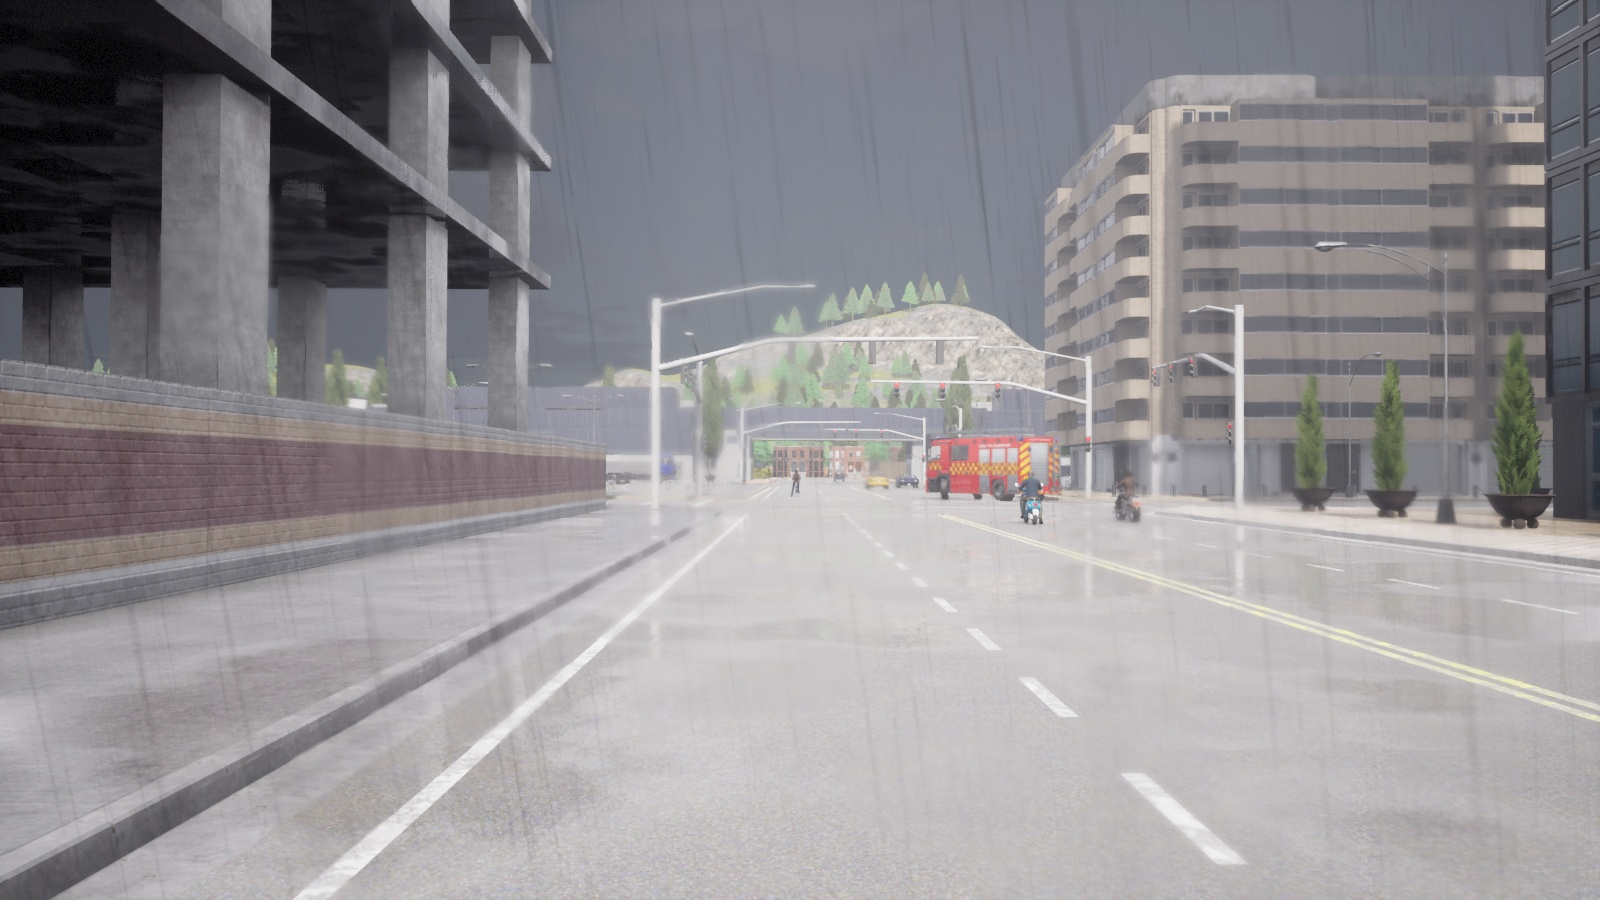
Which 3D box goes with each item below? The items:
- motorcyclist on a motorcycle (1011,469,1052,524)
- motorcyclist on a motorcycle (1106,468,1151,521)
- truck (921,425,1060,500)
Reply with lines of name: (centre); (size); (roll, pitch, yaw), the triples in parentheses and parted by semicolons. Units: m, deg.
motorcyclist on a motorcycle: (6.898, 1.369, 37.519); (0.866, 1.590, 1.817); (0, -1, 0)
motorcyclist on a motorcycle: (10.392, 1.390, 39.816); (0.766, 1.649, 2.350); (0, -1, 0)
truck: (10.242, 0.747, 68.584); (2.891, 3.827, 8.468); (0, -1, -29)
